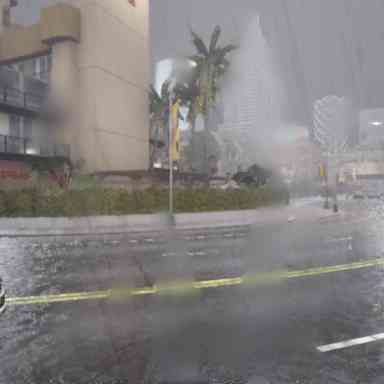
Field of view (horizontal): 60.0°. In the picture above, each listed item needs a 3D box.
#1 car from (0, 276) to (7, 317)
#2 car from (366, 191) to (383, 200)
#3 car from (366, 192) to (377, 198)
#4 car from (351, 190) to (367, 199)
[{"bbox_3d":[-5.354,1.462,4.675,4.892,1.490,1.837,0,1,-10],"label":"car"},{"bbox_3d":[38.129,0.873,69.583,1.994,1.385,4.181,0,1,26],"label":"car"},{"bbox_3d":[43.836,0.734,81.120,2.128,1.511,4.902,0,1,26],"label":"car"},{"bbox_3d":[36.220,0.776,72.264,2.097,1.535,5.008,0,1,26],"label":"car"}]
